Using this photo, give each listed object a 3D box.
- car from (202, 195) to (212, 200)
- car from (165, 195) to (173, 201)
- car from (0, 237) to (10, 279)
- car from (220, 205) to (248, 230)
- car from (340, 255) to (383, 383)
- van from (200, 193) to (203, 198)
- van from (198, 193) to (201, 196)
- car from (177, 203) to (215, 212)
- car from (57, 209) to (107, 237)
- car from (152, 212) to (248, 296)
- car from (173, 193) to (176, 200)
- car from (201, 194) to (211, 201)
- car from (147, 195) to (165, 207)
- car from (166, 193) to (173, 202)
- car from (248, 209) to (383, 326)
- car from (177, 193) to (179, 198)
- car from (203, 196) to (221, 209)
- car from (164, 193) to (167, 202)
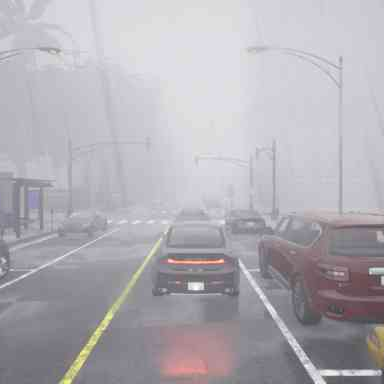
[{"bbox_3d":[2.848,1.539,49.718,1.947,1.339,4.313,0,0,0],"label":"car"},{"bbox_3d":[-5.621,1.459,82.105,1.752,1.417,4.829,0,0,0],"label":"car"},{"bbox_3d":[-5.753,1.439,7.041,1.967,1.590,4.097,0,0,0],"label":"car"},{"bbox_3d":[2.792,1.560,17.861,1.947,1.339,4.313,0,0,0],"label":"car"},{"bbox_3d":[2.764,1.525,1.755,1.752,1.417,4.829,0,0,0],"label":"car"},{"bbox_3d":[2.866,1.304,60.559,1.690,1.788,3.998,0,0,0],"label":"van"},{"bbox_3d":[2.904,1.275,82.240,1.690,1.788,3.998,0,0,0],"label":"van"},{"bbox_3d":[0.035,1.558,18.622,1.994,1.385,4.181,0,0,0],"label":"car"},{"bbox_3d":[-5.734,1.577,17.894,1.802,1.307,4.206,0,0,0],"label":"car"},{"bbox_3d":[0.091,1.503,8.594,1.837,1.490,4.892,0,0,0],"label":"car"},{"bbox_3d":[-5.631,1.257,76.854,2.192,1.841,5.009,0,0,0],"label":"car"},{"bbox_3d":[2.857,1.494,55.309,1.752,1.417,4.829,0,0,0],"label":"car"},{"bbox_3d":[-5.678,1.524,49.753,2.008,1.369,4.403,0,0,0],"label":"car"},{"bbox_3d":[-5.640,1.390,71.434,1.967,1.590,4.097,0,0,0],"label":"car"},{"bbox_3d":[2.772,1.313,7.010,2.192,1.841,5.009,0,0,0],"label":"car"},{"bbox_3d":[-5.602,1.231,93.115,2.192,1.841,5.009,0,0,0],"label":"car"},{"bbox_3d":[2.838,1.543,44.298,1.947,1.339,4.313,0,0,0],"label":"car"},{"bbox_3d":[-5.669,1.409,55.173,1.967,1.590,4.097,0,0,0],"label":"car"}]
